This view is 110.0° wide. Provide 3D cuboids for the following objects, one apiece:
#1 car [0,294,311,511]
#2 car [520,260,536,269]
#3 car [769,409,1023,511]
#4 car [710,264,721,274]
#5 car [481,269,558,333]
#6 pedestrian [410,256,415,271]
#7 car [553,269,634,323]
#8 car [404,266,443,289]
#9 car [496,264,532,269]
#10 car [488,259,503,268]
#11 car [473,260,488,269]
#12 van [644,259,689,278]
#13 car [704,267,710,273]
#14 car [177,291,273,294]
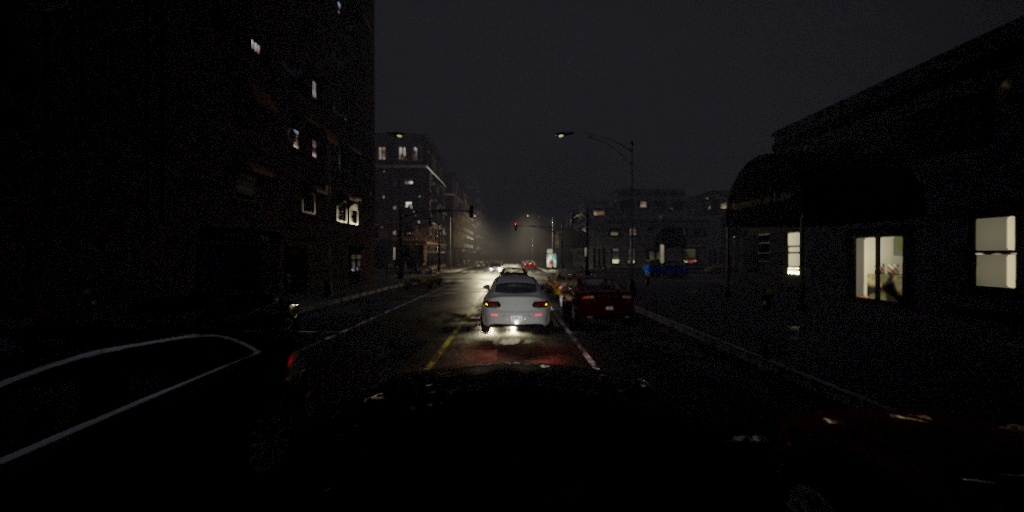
[{"bbox_3d":[-3.100,1.242,1.892,2.128,1.511,4.902,0,0,0],"label":"car"},{"bbox_3d":[2.725,1.310,55.993,1.967,1.591,4.097,0,0,0],"label":"car"},{"bbox_3d":[2.689,1.293,0.735,1.888,1.381,4.507,0,0,0],"label":"car"},{"bbox_3d":[25.315,1.480,40.143,4.718,1.301,1.895,0,0,0],"label":"car"},{"bbox_3d":[0.103,1.291,10.674,1.812,1.442,4.674,0,0,0],"label":"car"},{"bbox_3d":[-12.603,0.909,45.419,0.375,1.860,0.375,0,0,0],"label":"pedestrian"},{"bbox_3d":[2.696,1.313,12.128,1.888,1.381,4.507,0,0,0],"label":"car"},{"bbox_3d":[-5.678,1.316,23.362,1.751,1.417,4.829,0,0,0],"label":"car"},{"bbox_3d":[0.124,1.391,23.261,1.895,1.301,4.718,0,0,1],"label":"car"},{"bbox_3d":[-2.998,1.499,65.282,1.895,1.301,4.718,0,0,1],"label":"car"},{"bbox_3d":[-5.652,1.438,61.683,2.007,1.370,4.403,0,0,0],"label":"car"},{"bbox_3d":[14.676,1.221,34.285,3.998,1.789,1.690,0,0,0],"label":"van"},{"bbox_3d":[25.510,1.393,42.738,4.829,1.417,1.751,0,0,0],"label":"car"},{"bbox_3d":[-5.688,1.323,6.443,1.948,1.339,4.313,0,0,0],"label":"car"}]
